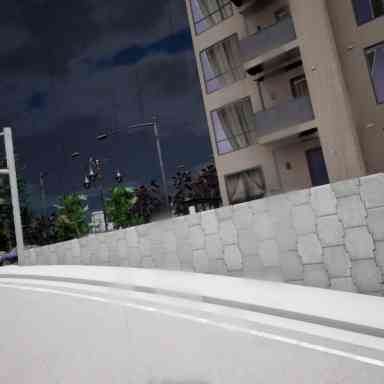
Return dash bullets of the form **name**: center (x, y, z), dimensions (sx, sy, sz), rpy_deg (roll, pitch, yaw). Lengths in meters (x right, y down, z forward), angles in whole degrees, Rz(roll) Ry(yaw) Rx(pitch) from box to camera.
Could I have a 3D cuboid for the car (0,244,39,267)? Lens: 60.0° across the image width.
- **car**: center (-15.554, 5.657, 29.598), dimensions (2.097, 1.767, 4.553), rpy_deg (-15, -9, 35)
